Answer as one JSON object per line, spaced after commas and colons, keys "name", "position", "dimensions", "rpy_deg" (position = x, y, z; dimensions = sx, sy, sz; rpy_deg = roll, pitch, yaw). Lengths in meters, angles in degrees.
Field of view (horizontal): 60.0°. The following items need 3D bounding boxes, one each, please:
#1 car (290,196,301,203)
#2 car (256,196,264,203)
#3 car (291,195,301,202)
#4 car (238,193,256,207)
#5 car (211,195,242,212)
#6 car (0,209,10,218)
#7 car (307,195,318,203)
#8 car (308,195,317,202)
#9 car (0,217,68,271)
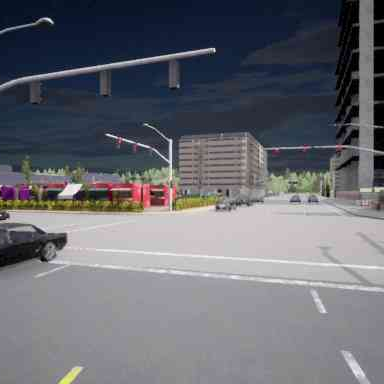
{"name": "car", "position": [21.531, 1.555, 69.256], "dimensions": [1.994, 1.385, 4.181], "rpy_deg": [0, 0, 19]}
{"name": "car", "position": [13.465, 1.564, 67.308], "dimensions": [1.994, 1.385, 4.181], "rpy_deg": [0, 0, 19]}
{"name": "car", "position": [24.609, 1.540, 78.480], "dimensions": [2.033, 1.411, 5.357], "rpy_deg": [0, 0, 19]}
{"name": "car", "position": [8.072, 1.222, 51.542], "dimensions": [2.150, 2.045, 5.566], "rpy_deg": [0, 0, 18]}
{"name": "car", "position": [4.123, 1.491, 39.778], "dimensions": [2.128, 1.511, 4.902], "rpy_deg": [0, 0, 19]}
{"name": "car", "position": [-16.472, 1.619, 26.100], "dimensions": [4.181, 1.385, 1.994], "rpy_deg": [0, 0, 19]}
{"name": "car", "position": [24.740, 1.541, 67.821], "dimensions": [2.033, 1.411, 5.357], "rpy_deg": [0, 0, 19]}
{"name": "car", "position": [28.031, 1.524, 77.677], "dimensions": [1.812, 1.442, 4.674], "rpy_deg": [0, 0, 19]}
{"name": "car", "position": [-5.699, 1.599, 9.480], "dimensions": [1.895, 1.301, 4.718], "rpy_deg": [0, 0, 14]}
